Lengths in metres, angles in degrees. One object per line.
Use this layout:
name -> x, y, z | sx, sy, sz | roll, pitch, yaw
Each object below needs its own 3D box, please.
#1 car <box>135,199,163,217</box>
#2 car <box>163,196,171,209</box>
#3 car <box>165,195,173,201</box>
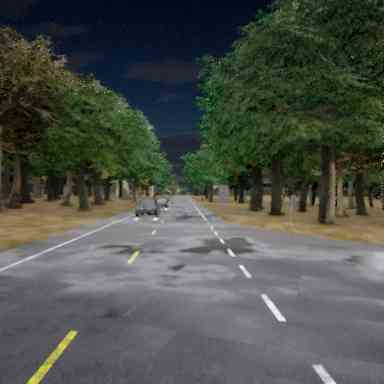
car -> -4.277, 1.458, 32.530 | 2.097, 1.767, 4.553 | 0, 0, -1
car -> -4.612, 1.735, 50.853 | 1.812, 1.442, 4.674 | 0, -1, -1
car -> -4.861, 1.315, 66.996 | 2.097, 1.767, 4.553 | 0, 0, -1
